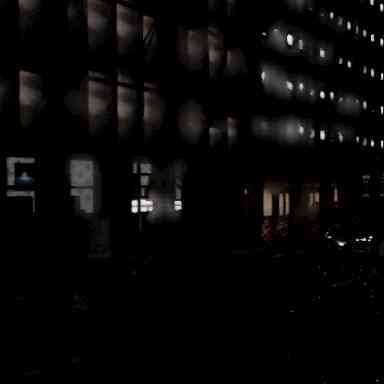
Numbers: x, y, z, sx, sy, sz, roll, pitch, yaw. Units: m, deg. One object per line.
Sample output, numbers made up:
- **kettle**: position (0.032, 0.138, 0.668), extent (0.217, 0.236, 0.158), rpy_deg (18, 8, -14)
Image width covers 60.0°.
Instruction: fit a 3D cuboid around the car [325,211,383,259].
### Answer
- **car**: position (7.046, 1.512, 12.708), extent (4.892, 1.490, 1.837), rpy_deg (0, 0, -36)
